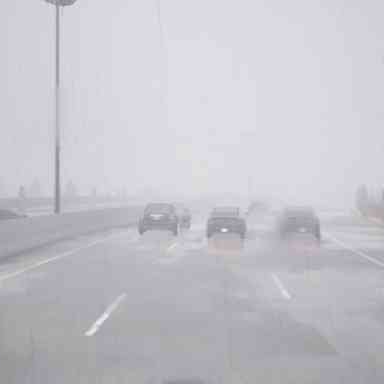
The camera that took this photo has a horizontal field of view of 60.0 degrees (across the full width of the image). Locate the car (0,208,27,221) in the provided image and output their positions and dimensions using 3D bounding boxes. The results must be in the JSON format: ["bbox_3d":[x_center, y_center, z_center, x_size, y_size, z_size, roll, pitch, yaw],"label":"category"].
[{"bbox_3d":[-9.399,1.432,14.547,1.882,1.535,5.008,0,0,9],"label":"car"}]

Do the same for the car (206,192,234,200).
[{"bbox_3d":[4.984,1.099,53.800,2.150,2.045,5.566,0,0,32],"label":"car"}]

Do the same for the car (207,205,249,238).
[{"bbox_3d":[1.899,1.466,17.394,1.837,1.490,4.892,0,0,10],"label":"car"}]

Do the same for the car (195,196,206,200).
[{"bbox_3d":[1.119,1.377,54.109,1.837,1.490,4.892,0,0,32],"label":"car"}]

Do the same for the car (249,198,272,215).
[{"bbox_3d":[7.144,1.431,34.753,1.837,1.490,4.892,0,0,22],"label":"car"}]

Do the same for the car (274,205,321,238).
[{"bbox_3d":[5.466,1.470,17.472,1.837,1.490,4.892,0,0,11],"label":"car"}]

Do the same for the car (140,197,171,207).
[{"bbox_3d":[-5.405,1.423,49.725,2.033,1.411,5.357,0,0,28],"label":"car"}]

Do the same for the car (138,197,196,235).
[{"bbox_3d":[-1.379,1.306,18.760,2.097,1.767,4.553,0,0,11],"label":"car"}]
